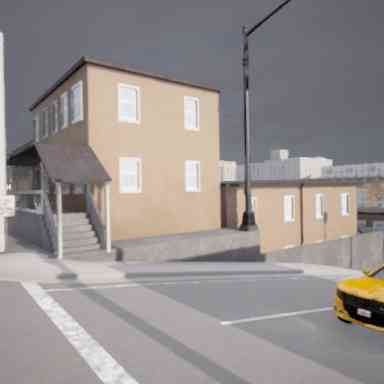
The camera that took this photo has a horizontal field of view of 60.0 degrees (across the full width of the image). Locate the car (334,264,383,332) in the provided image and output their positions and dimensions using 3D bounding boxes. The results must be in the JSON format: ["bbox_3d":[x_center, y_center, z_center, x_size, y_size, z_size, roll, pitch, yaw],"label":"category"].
[{"bbox_3d":[5.405,2.400,7.888,5.008,1.535,1.882,9,-6,-34],"label":"car"}]
